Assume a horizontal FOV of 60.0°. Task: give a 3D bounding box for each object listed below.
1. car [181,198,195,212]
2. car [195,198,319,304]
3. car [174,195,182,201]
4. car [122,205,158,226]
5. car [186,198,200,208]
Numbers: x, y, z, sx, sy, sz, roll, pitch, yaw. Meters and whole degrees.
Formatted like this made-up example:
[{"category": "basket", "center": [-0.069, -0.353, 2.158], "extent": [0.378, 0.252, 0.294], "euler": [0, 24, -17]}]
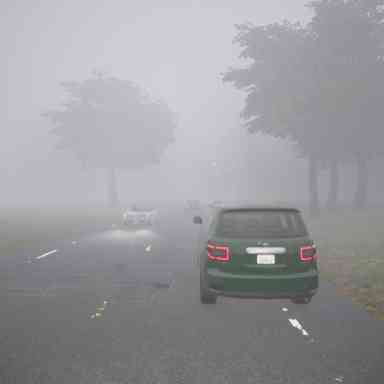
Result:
[{"category": "car", "center": [0.158, 1.515, 37.374], "extent": [2.033, 1.411, 5.357], "euler": [0, 0, 1]}, {"category": "car", "center": [1.244, 1.220, 8.254], "extent": [2.150, 2.045, 5.566], "euler": [0, 0, 0]}, {"category": "car", "center": [-3.326, 1.442, 79.991], "extent": [2.033, 1.411, 5.357], "euler": [0, 0, 0]}, {"category": "car", "center": [-3.549, 1.586, 23.366], "extent": [1.895, 1.301, 4.718], "euler": [0, 0, 0]}, {"category": "car", "center": [0.130, 1.553, 47.215], "extent": [1.895, 1.301, 4.718], "euler": [0, 0, 0]}]
